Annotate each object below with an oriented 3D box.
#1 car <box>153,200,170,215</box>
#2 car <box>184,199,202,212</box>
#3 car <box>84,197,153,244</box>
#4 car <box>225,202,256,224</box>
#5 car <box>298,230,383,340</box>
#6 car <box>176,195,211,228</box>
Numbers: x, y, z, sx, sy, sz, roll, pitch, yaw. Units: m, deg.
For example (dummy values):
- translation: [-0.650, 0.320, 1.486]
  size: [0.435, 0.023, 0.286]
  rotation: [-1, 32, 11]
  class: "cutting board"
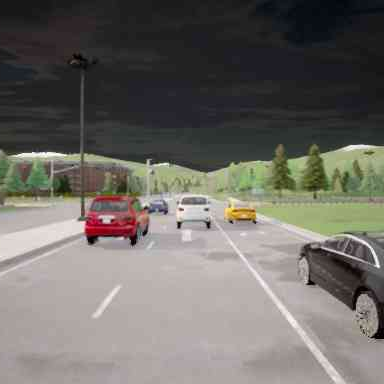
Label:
- translation: [-3.417, 1.557, 34.478]
  size: [1.812, 1.442, 4.674]
  rotation: [0, 0, 0]
  class: "car"
- translation: [0.090, 1.598, 39.877]
  size: [1.994, 1.385, 4.181]
  rotation: [0, 0, 0]
  class: "car"
- translation: [-3.401, 1.238, 15.949]
  size: [2.150, 2.045, 5.566]
  rotation: [0, 0, 0]
  class: "car"
- translation: [3.599, 1.500, 25.304]
  size: [1.882, 1.535, 5.008]
  rotation: [0, 0, 0]
  class: "car"
- translation: [3.599, 1.497, 6.534]
  size: [2.128, 1.511, 4.902]
  rotation: [0, 0, 0]
  class: "car"
- translation: [0.103, 1.238, 22.528]
  size: [2.150, 2.045, 5.566]
  rotation: [0, -1, 0]
  class: "car"
